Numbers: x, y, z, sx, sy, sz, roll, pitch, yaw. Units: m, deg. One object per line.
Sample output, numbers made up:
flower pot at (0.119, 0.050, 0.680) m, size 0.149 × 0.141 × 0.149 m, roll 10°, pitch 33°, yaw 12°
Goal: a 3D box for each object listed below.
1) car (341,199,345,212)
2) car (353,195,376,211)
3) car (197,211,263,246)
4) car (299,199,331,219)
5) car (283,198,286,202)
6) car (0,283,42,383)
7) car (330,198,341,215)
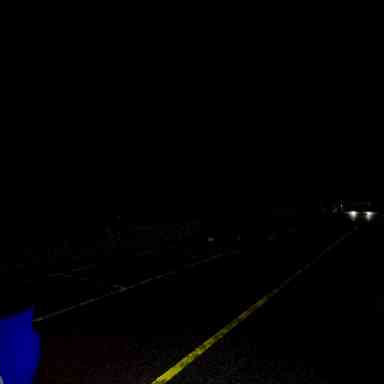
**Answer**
car at (16.622, 1.442, 38.804) m, size 1.967 × 1.590 × 4.097 m, roll 0°, pitch 0°, yaw 32°
car at (20.870, 1.491, 40.550) m, size 1.882 × 1.535 × 5.008 m, roll 0°, pitch 0°, yaw 32°
car at (1.917, 1.566, 15.417) m, size 1.947 × 1.339 × 4.313 m, roll 0°, pitch 0°, yaw 32°
car at (10.740, 1.583, 29.450) m, size 1.802 × 1.307 × 4.206 m, roll 0°, pitch 0°, yaw 32°
car at (16.032, 1.575, 66.712) m, size 5.357 × 1.411 × 2.033 m, roll 0°, pitch 0°, yaw 33°
car at (-3.493, 1.477, 1.991) m, size 1.882 × 1.535 × 5.008 m, roll 0°, pitch 0°, yaw 32°
car at (13.681, 1.567, 34.127) m, size 1.947 × 1.339 × 4.313 m, roll 0°, pitch 0°, yaw 32°
